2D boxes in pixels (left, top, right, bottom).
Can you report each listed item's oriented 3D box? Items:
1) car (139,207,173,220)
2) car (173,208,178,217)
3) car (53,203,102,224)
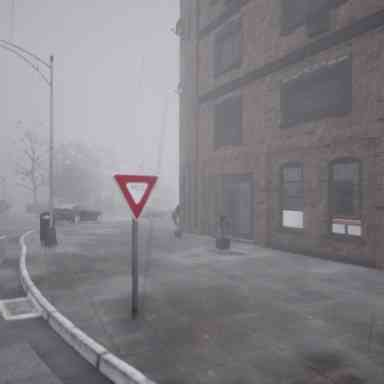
[{"bbox_3d":[-4.546,2.384,37.156,2.128,1.511,4.902,0,-3,24],"label":"car"},{"bbox_3d":[-3.202,2.981,48.067,1.882,1.535,5.008,0,-3,26],"label":"car"},{"bbox_3d":[-8.831,1.639,25.734,1.882,1.535,5.008,0,-3,15],"label":"car"}]
